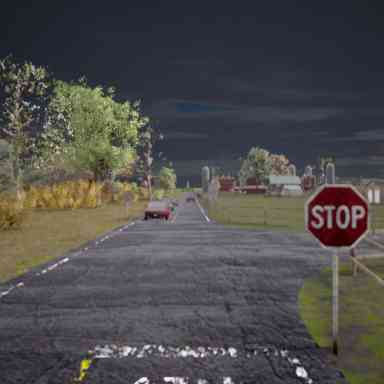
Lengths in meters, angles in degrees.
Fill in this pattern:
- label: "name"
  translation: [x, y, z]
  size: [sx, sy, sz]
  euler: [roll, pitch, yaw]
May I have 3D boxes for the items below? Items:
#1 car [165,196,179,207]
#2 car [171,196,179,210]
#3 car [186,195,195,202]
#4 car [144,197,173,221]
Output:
- label: "car"
  translation: [-3.007, 1.452, 50.666]
  size: [1.837, 1.490, 4.892]
  euler: [0, 0, 0]
- label: "car"
  translation: [-2.982, 1.460, 38.525]
  size: [2.128, 1.511, 4.902]
  euler: [0, 0, 0]
- label: "car"
  translation: [-0.261, 1.400, 71.340]
  size: [1.837, 1.490, 4.892]
  euler: [0, 0, 0]
- label: "car"
  translation: [-2.834, 1.463, 27.467]
  size: [1.882, 1.535, 5.008]
  euler: [0, 0, -2]
